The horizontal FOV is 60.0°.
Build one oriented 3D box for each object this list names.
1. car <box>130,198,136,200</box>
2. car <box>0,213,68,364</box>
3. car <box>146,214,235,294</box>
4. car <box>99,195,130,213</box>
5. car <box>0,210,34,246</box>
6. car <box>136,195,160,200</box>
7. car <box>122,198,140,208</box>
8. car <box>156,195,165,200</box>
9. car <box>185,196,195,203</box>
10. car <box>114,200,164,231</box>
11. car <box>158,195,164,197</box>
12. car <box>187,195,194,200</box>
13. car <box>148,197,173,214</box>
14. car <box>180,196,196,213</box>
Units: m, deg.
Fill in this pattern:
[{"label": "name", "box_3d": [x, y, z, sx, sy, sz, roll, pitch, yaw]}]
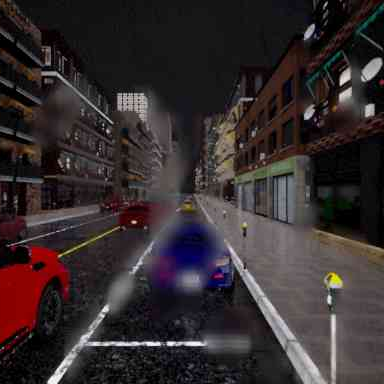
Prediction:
[{"label": "car", "box_3d": [-8.834, 1.439, 42.793, 1.967, 1.590, 4.097, 0, 0, 0]}, {"label": "car", "box_3d": [-3.144, 1.223, 3.216, 2.150, 2.045, 5.566, 0, 0, 0]}, {"label": "car", "box_3d": [0.004, 1.526, 8.649, 1.812, 1.442, 4.674, 0, 0, 0]}, {"label": "car", "box_3d": [-8.833, 1.314, 37.157, 2.192, 1.841, 5.009, 0, 0, 0]}, {"label": "car", "box_3d": [-8.835, 1.583, 14.612, 1.802, 1.307, 4.206, 0, 0, 0]}, {"label": "car", "box_3d": [-6.168, 1.546, 46.180, 2.033, 1.411, 5.357, 0, 0, 0]}, {"label": "car", "box_3d": [-8.834, 1.543, 48.430, 1.887, 1.381, 4.507, 0, 0, 0]}, {"label": "car", "box_3d": [-8.834, 1.539, 93.519, 2.008, 1.369, 4.403, 0, 0, 0]}, {"label": "car", "box_3d": [-0.453, 1.545, 70.970, 2.008, 1.369, 4.403, 0, 0, 0]}, {"label": "car", "box_3d": [-3.093, 1.478, 20.384, 1.882, 1.535, 5.008, 0, 0, 1]}, {"label": "car", "box_3d": [-8.834, 1.541, 87.882, 2.008, 1.369, 4.403, 0, 0, 0]}, {"label": "car", "box_3d": [-0.452, 1.513, 93.685, 1.752, 1.417, 4.829, 0, 0, 0]}, {"label": "car", "box_3d": [-3.098, 1.564, 34.498, 1.994, 1.385, 4.181, 0, 0, 1]}, {"label": "car", "box_3d": [-0.454, 1.525, 37.323, 1.752, 1.417, 4.829, 0, 0, 0]}]
